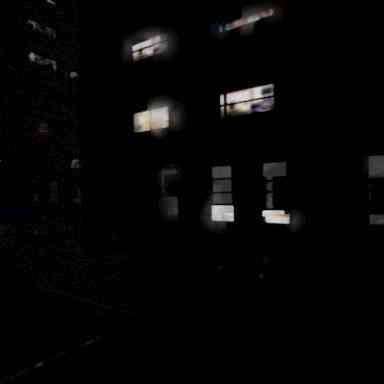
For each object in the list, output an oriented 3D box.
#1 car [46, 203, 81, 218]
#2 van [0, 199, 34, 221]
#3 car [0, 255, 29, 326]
[{"bbox_3d":[-11.267,1.660,30.608,1.802,1.307,4.206,-1,0,35],"label":"car"},{"bbox_3d":[-14.521,1.454,25.999,1.690,1.788,3.998,-1,0,35],"label":"van"},{"bbox_3d":[-4.686,1.609,6.075,4.313,1.339,1.947,0,-1,36],"label":"car"}]
